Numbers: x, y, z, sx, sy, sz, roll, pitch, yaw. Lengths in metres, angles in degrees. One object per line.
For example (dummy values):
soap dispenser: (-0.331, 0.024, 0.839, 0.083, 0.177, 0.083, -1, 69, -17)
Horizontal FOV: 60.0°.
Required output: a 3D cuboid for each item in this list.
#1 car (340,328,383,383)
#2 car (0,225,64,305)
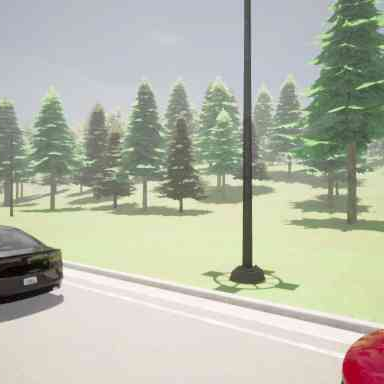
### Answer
car: (3.392, 1.478, 1.551, 5.008, 1.535, 1.882, 0, 0, 36)
car: (-4.982, 1.478, 7.544, 5.008, 1.535, 1.882, 0, 0, 36)
